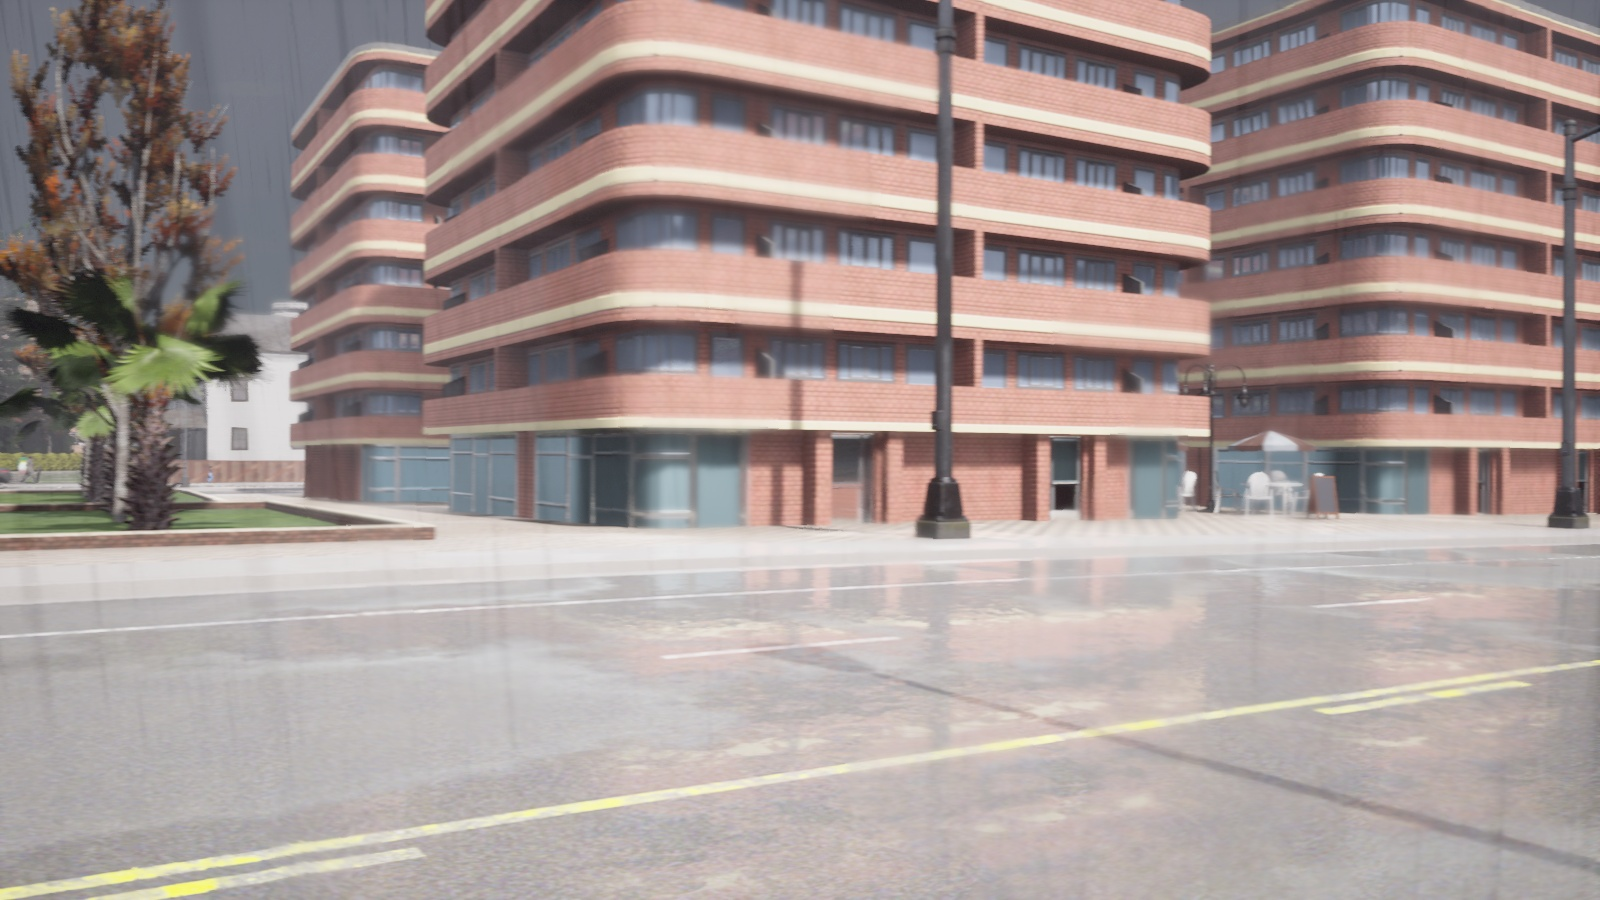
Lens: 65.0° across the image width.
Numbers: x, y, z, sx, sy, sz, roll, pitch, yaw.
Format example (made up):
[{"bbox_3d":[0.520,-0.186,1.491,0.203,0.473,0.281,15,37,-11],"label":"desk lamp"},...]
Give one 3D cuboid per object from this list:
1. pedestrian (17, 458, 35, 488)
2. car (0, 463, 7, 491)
[{"bbox_3d":[-50.539,1.471,81.999,0.873,1.952,0.659,0,0,-21],"label":"pedestrian"},{"bbox_3d":[-49.852,1.587,74.239,5.027,1.651,2.152,0,0,-31],"label":"car"}]
